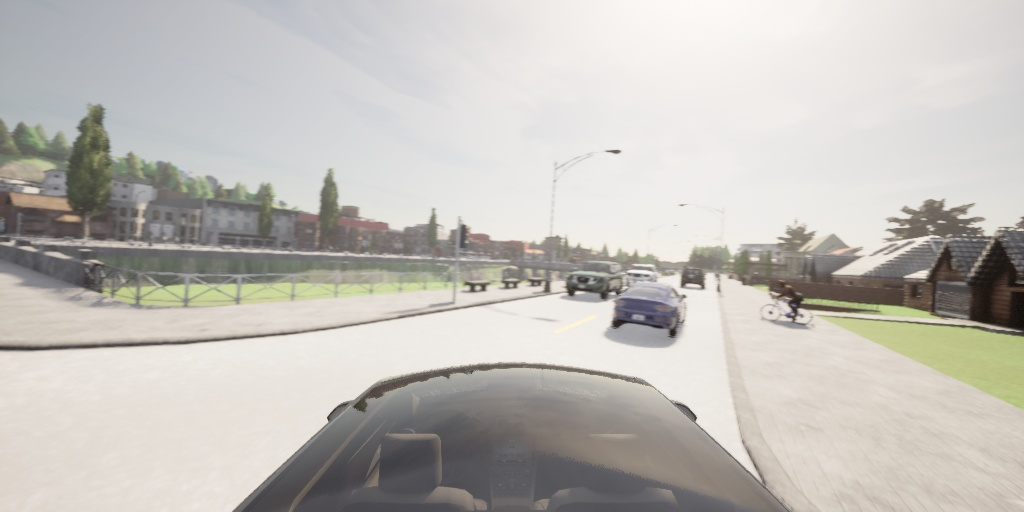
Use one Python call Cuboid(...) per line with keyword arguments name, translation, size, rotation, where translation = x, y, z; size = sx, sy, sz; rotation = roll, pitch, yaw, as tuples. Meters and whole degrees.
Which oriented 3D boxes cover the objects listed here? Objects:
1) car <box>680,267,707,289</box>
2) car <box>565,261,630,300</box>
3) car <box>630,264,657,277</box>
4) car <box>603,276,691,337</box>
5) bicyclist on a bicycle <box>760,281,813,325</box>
Cuboid(name="car", translation=(18.687, 2.226, 36.938), size=(2.150, 2.045, 5.566), rotation=(4, 0, 30))
Cuboid(name="car", translation=(4.979, 1.310, 20.907), size=(2.150, 2.045, 5.566), rotation=(4, 0, 29))
Cuboid(name="car", translation=(12.478, 1.815, 34.280), size=(2.150, 2.045, 5.566), rotation=(4, 0, 29))
Cuboid(name="car", translation=(4.592, 1.583, 11.755), size=(1.812, 1.442, 4.674), rotation=(4, 0, 30))
Cuboid(name="bicyclist on a bicycle", translation=(10.696, 1.811, 13.968), size=(1.656, 1.620, 0.582), rotation=(3, 0, 29))
